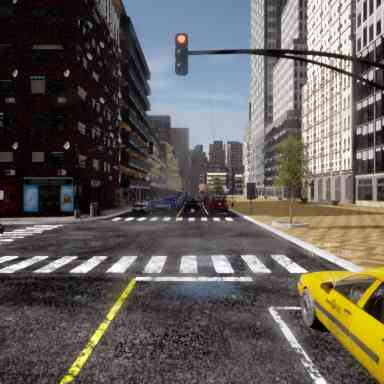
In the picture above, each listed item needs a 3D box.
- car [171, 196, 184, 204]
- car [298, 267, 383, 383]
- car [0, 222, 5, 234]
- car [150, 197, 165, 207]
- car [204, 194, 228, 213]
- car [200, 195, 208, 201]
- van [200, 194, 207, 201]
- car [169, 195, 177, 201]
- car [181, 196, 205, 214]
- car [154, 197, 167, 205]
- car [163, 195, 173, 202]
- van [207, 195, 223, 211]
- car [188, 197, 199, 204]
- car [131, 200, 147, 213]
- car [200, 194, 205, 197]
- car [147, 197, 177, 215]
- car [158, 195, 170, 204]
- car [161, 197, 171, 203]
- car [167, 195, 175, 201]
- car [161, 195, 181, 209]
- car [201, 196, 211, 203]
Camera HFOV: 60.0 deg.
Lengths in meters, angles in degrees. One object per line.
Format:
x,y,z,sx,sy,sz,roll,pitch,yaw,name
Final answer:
-2.729,1.538,63.999,2.128,1.511,4.902,0,0,0,car
2.703,1.525,4.153,1.752,1.417,4.829,0,0,0,car
-12.040,1.745,17.185,4.181,1.385,1.994,-1,0,4,car
-5.469,1.580,53.010,2.008,1.369,4.403,0,0,0,car
2.839,1.326,36.395,2.192,1.841,5.009,0,0,0,car
3.053,1.611,86.304,1.752,1.417,4.829,0,0,0,car
3.074,1.438,91.660,1.690,1.788,3.998,0,0,0,van
-5.305,1.641,91.696,1.887,1.381,4.507,0,0,0,car
0.161,1.517,35.357,1.837,1.490,4.892,0,0,1,car
-5.446,1.582,58.536,1.887,1.381,4.507,0,0,0,car
-5.376,1.504,75.117,1.967,1.590,4.097,0,0,0,car
2.863,1.357,41.921,1.690,1.788,3.998,0,0,0,van
0.279,1.613,65.673,1.994,1.385,4.181,0,0,0,car
-5.539,1.562,36.431,2.008,1.369,4.403,0,0,0,car
2.933,1.352,58.501,2.192,1.841,5.009,0,0,0,car
-2.953,1.557,34.122,2.033,1.411,5.357,0,0,0,car
-5.423,1.486,64.064,1.967,1.590,4.097,0,0,0,car
-5.399,1.637,69.591,1.802,1.307,4.206,0,0,0,car
-5.329,1.610,86.000,1.752,1.417,4.829,0,0,0,car
-2.901,1.495,43.941,1.882,1.535,5.008,0,0,0,car
2.981,1.600,69.555,1.887,1.381,4.507,0,0,0,car
